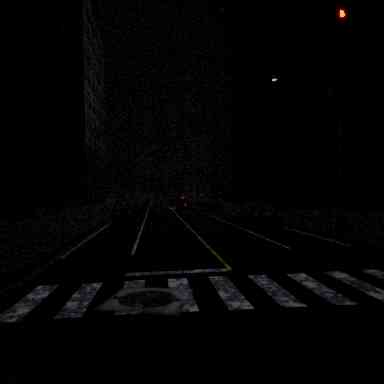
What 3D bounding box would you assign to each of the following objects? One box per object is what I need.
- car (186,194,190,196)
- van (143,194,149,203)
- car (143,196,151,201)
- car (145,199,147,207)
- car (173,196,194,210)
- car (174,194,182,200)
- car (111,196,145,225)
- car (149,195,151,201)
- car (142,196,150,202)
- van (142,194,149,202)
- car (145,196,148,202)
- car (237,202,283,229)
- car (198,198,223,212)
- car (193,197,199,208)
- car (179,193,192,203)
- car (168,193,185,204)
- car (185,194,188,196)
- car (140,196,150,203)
[{"bbox_3d":[0.454,1.462,53.472,1.752,1.417,4.829,-1,0,-6],"label":"car"},{"bbox_3d":[-8.001,1.453,52.349,1.690,1.788,3.998,-1,0,-6],"label":"van"},{"bbox_3d":[-12.258,1.712,90.173,1.947,1.339,4.313,-1,0,-6],"label":"car"},{"bbox_3d":[-6.169,1.684,36.139,1.802,1.307,4.206,-1,0,-6],"label":"car"},{"bbox_3d":[-1.013,1.549,42.731,1.994,1.385,4.181,-1,0,-6],"label":"car"},{"bbox_3d":[-3.791,1.411,91.127,1.967,1.590,4.097,-1,0,-6],"label":"car"},{"bbox_3d":[-4.957,1.411,25.332,2.192,1.841,5.009,-1,0,-6],"label":"car"},{"bbox_3d":[-8.605,1.666,57.753,2.008,1.369,4.403,-1,0,-6],"label":"car"},{"bbox_3d":[-11.631,1.665,84.601,1.752,1.417,4.829,-1,0,-6],"label":"car"},{"bbox_3d":[-11.045,1.475,79.366,1.690,1.788,3.998,-1,0,-6],"label":"van"},{"bbox_3d":[-6.760,1.630,41.374,1.752,1.417,4.829,-1,0,-6],"label":"car"},{"bbox_3d":[4.125,1.359,20.883,1.967,1.590,4.097,-1,0,-6],"label":"car"},{"bbox_3d":[2.300,1.478,37.093,2.008,1.369,4.403,-1,0,-6],"label":"car"},{"bbox_3d":[1.691,1.475,42.497,1.887,1.381,4.507,-1,0,-6],"label":"car"},{"bbox_3d":[-1.358,1.264,69.513,2.192,1.841,5.009,-1,0,-6],"label":"car"},{"bbox_3d":[-3.173,1.220,61.925,2.150,2.045,5.566,-1,0,-7],"label":"car"},{"bbox_3d":[-0.764,1.470,64.279,1.752,1.417,4.829,-1,0,-6],"label":"car"},{"bbox_3d":[-10.431,1.695,73.963,1.947,1.339,4.313,-1,0,-6],"label":"car"}]
